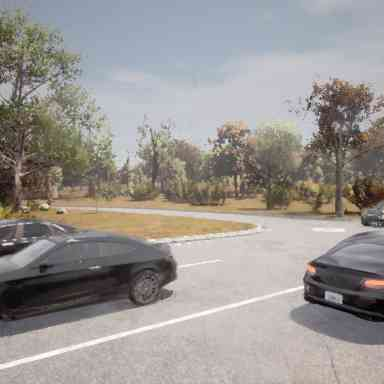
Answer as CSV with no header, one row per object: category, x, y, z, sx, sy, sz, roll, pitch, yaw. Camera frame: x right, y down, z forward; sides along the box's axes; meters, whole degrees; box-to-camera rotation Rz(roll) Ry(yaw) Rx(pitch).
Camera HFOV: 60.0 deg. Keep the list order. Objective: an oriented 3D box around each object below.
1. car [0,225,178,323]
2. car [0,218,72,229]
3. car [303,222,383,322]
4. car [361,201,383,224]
car,-2.456,1.526,6.507,4.674,1.442,1.812,0,0,-36
car,-5.025,1.505,8.994,4.892,1.490,1.837,0,0,-35
car,4.137,1.526,6.697,4.674,1.442,1.812,0,0,-36
car,13.008,1.351,21.664,4.553,1.767,2.097,0,0,-35
